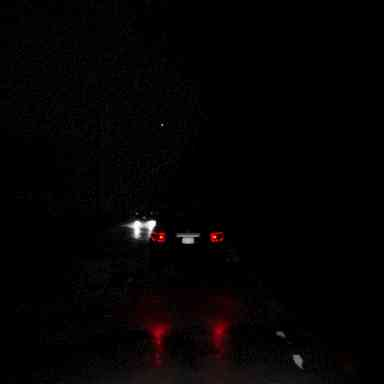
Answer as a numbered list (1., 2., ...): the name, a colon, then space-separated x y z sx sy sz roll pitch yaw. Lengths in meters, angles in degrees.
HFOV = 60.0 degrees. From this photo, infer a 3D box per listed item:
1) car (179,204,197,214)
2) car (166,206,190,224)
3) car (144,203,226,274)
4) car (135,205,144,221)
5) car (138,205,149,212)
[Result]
1. car: -0.667 2.604 52.851 2.163 1.488 4.792 0 -2 -8
2. car: -1.456 2.158 32.139 2.033 1.411 5.357 0 -1 -5
3. car: -0.183 1.393 11.350 2.150 2.045 5.566 0 -1 -2
4. car: -4.960 2.293 35.261 1.895 1.301 4.718 0 -2 -6
5. car: -11.118 3.749 76.020 2.128 1.511 4.902 0 -3 -11
